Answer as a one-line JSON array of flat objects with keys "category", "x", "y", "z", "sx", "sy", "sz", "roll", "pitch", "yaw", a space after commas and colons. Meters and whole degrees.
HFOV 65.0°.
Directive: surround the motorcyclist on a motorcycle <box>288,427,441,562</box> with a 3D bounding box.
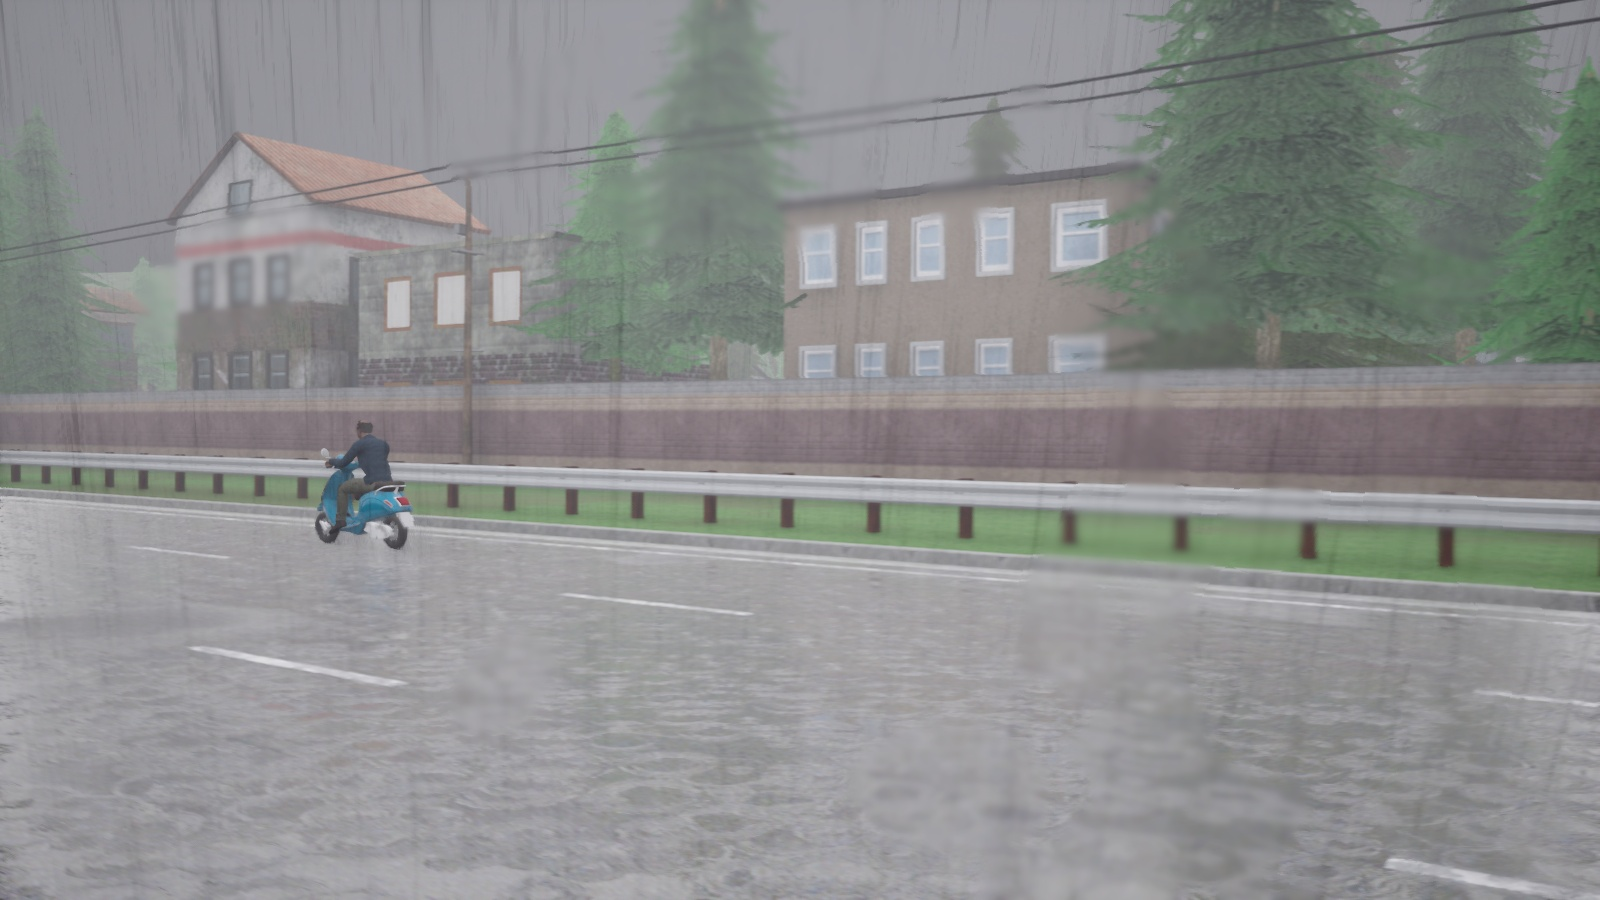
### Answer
[{"category": "motorcyclist on a motorcycle", "x": -5.430, "y": 0.521, "z": 15.634, "sx": 1.817, "sy": 1.590, "sz": 0.866, "roll": 0, "pitch": 1, "yaw": 34}]
